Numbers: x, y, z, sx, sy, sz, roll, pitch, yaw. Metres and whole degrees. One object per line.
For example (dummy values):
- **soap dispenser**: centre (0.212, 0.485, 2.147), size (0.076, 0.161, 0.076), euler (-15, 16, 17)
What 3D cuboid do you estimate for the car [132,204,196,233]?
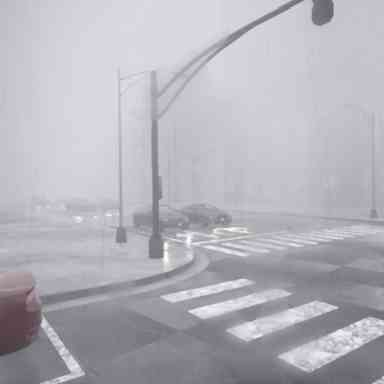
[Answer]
- **car**: centre (-1.990, 1.460, 19.807), size (1.812, 1.442, 4.674), euler (-1, 1, -35)

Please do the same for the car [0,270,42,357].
- **car**: centre (-4.144, 1.546, 3.702), size (4.507, 1.381, 1.887), euler (0, -1, -36)

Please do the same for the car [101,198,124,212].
- **car**: centre (-8.819, 1.318, 34.968), size (1.994, 1.385, 4.181), euler (-1, 1, -35)

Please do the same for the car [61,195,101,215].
- **car**: centre (-10.809, 1.288, 32.160), size (1.882, 1.535, 5.008), euler (-1, 1, -35)

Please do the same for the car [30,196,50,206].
- **car**: centre (-22.005, 1.235, 48.000), size (2.033, 1.411, 5.357), euler (-1, 1, -36)

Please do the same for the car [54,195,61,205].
- **car**: centre (-19.360, 1.180, 49.888), size (1.812, 1.442, 4.674), euler (-1, 1, -36)

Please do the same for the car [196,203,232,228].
- **car**: centre (0.676, 1.450, 21.664), size (1.994, 1.385, 4.181), euler (-1, 1, -36)
